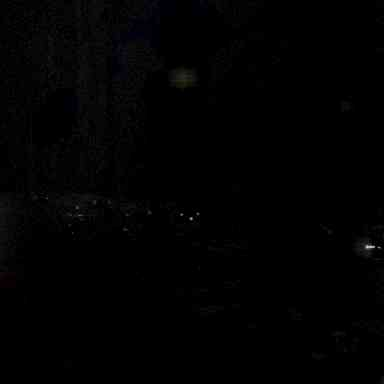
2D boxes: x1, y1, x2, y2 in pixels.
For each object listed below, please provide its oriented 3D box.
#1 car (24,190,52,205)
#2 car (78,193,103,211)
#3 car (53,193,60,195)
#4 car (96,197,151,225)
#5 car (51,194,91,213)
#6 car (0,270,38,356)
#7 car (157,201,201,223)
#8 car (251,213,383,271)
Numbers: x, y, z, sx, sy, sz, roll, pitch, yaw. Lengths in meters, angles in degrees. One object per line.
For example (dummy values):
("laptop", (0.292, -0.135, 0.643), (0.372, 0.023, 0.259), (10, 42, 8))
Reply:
("car", (-22.210, 0.821, 47.924), (2.097, 1.767, 4.553), (-1, 1, -36))
("car", (-10.845, 1.084, 37.537), (2.097, 1.767, 4.553), (-1, 1, -36))
("car", (-26.123, 0.988, 64.677), (2.033, 1.411, 5.357), (-1, 1, -36))
("car", (-4.778, 1.377, 23.525), (1.882, 1.535, 5.008), (-1, 1, -36))
("car", (-12.580, 1.283, 34.384), (2.128, 1.511, 4.902), (-1, 1, -36))
("car", (-4.186, 1.545, 3.665), (4.507, 1.381, 1.887), (0, -1, -36))
("car", (-1.597, 1.407, 24.663), (2.033, 1.411, 5.357), (-1, 1, -36))
("car", (4.167, 1.493, 11.098), (2.128, 1.511, 4.902), (-1, 0, -36))
